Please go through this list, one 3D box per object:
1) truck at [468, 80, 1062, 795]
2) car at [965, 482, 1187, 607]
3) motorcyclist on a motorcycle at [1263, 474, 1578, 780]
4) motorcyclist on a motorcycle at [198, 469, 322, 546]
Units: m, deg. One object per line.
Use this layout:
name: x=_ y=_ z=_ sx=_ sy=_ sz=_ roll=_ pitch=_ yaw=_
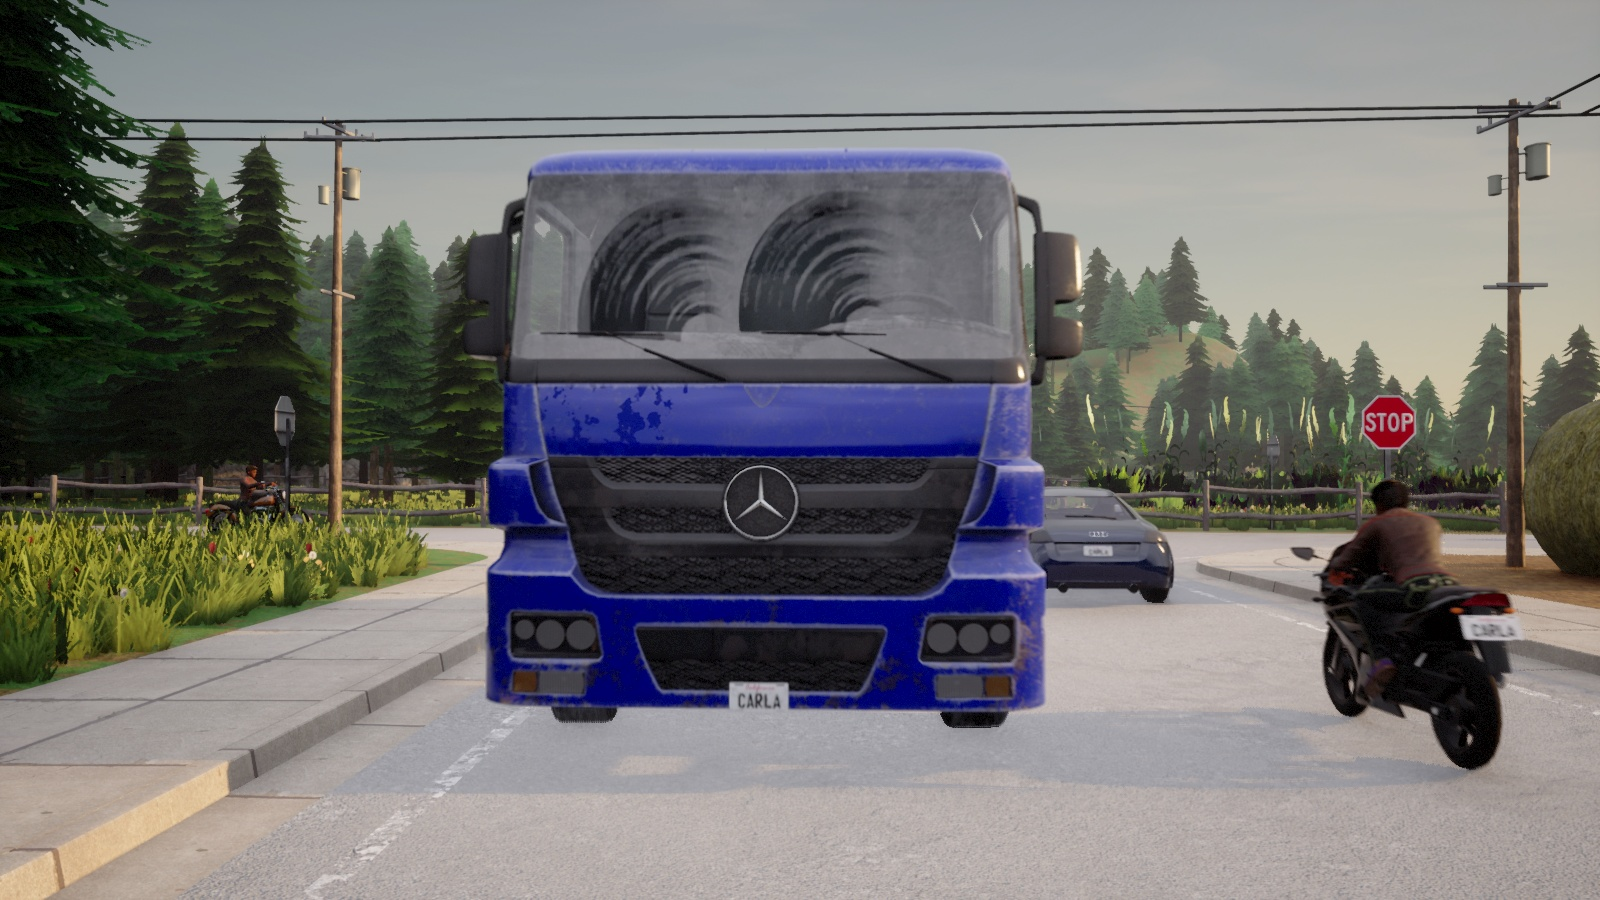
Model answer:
truck: x=-0.031 y=0.001 z=10.102 sx=2.891 sy=3.462 sz=7.936 roll=0 pitch=-1 yaw=2
car: x=3.461 y=1.142 z=16.577 sx=1.994 sy=1.385 sz=4.181 roll=0 pitch=-1 yaw=0
motorcyclist on a motorcycle: x=3.482 y=0.905 z=7.306 sx=0.797 sy=1.523 sz=2.044 roll=0 pitch=-1 yaw=0
motorcyclist on a motorcycle: x=-11.643 y=1.231 z=27.127 sx=2.350 sy=1.649 sz=0.766 roll=0 pitch=-1 yaw=3
